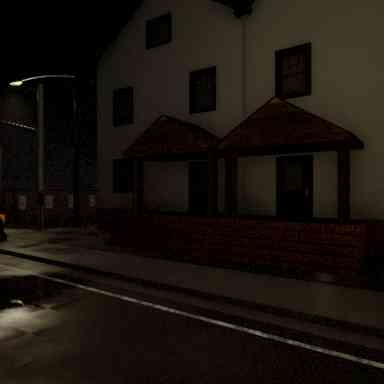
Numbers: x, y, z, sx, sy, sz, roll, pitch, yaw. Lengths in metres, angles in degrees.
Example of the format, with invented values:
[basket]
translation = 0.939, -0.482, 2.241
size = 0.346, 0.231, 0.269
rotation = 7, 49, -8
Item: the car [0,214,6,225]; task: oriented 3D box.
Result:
[car]
translation = -17.268, 1.902, 25.924
size = 1.882, 1.535, 5.008
rotation = 0, -8, 36
